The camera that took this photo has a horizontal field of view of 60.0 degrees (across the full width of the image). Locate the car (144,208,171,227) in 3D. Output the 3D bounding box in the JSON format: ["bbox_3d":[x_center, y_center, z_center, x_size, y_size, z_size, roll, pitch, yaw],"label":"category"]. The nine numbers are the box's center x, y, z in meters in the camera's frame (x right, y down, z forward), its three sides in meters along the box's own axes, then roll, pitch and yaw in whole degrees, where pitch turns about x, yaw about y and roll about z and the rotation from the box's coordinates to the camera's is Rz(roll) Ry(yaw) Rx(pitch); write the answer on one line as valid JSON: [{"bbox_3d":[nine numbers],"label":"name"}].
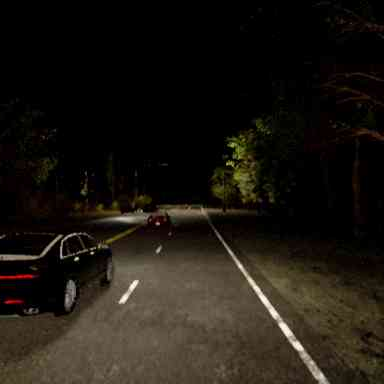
[{"bbox_3d":[-2.950,2.459,30.814,1.895,1.301,4.718,-1,-1,0],"label":"car"}]

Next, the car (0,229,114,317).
[{"bbox_3d":[-3.117,1.600,7.460,1.837,1.490,4.892,0,-3,0],"label":"car"}]

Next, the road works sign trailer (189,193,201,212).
[{"bbox_3d":[0.576,2.069,65.113,2.380,3.560,2.880,-1,-1,1],"label":"road works sign trailer"}]

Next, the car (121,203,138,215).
[{"bbox_3d":[-9.491,2.450,50.445,2.128,1.511,4.902,-6,2,2],"label":"car"}]

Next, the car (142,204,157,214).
[{"bbox_3d":[-6.190,2.493,49.662,1.812,1.442,4.674,2,-1,1],"label":"car"}]
